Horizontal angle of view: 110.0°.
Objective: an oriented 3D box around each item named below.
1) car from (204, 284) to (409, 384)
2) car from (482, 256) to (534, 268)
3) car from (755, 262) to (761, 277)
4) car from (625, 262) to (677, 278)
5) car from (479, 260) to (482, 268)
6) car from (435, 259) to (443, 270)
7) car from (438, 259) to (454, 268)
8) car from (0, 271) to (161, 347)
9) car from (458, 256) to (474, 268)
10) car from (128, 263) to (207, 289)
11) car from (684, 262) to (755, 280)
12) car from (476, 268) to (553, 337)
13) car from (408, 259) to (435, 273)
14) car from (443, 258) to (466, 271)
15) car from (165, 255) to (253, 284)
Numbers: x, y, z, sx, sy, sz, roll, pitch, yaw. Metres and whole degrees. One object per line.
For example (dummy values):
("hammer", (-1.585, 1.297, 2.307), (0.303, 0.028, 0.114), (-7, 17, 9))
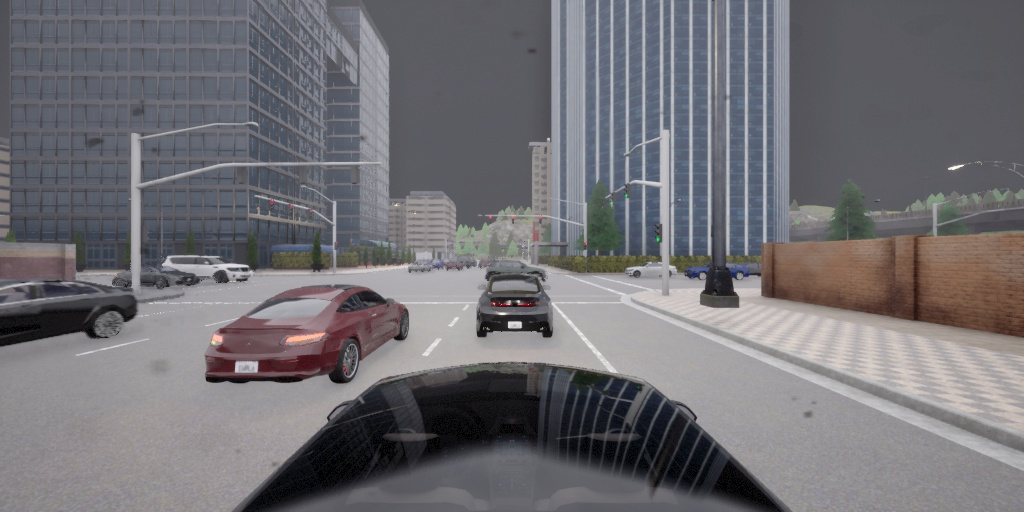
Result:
("car", (-3.438, 1.276, 6.958), (1.812, 1.442, 4.674), (0, 0, 0))
("car", (0.288, 1.102, 26.414), (4.553, 1.767, 2.097), (0, 0, -1))
("car", (22.614, 1.297, 33.817), (5.357, 1.411, 2.033), (0, 0, -1))
("car", (13.027, 1.276, 33.713), (4.674, 1.442, 1.812), (0, 0, 1))
("car", (-4.356, 1.275, 58.739), (1.812, 1.442, 4.674), (0, 0, -1))
("car", (-11.473, 1.227, 53.826), (1.882, 1.535, 5.008), (0, 0, -1))
("car", (-11.596, 1.227, 63.457), (1.882, 1.535, 5.008), (0, 0, 0))
("car", (-10.641, 1.241, 7.268), (2.128, 1.511, 4.902), (0, 0, -1))
("car", (-8.050, 0.971, 59.435), (2.150, 2.045, 5.566), (0, 0, -1))
("car", (-22.355, 1.313, 22.636), (4.181, 1.385, 1.994), (0, 0, 2))
("car", (17.209, 1.228, 30.269), (5.008, 1.535, 1.882), (0, 0, -1))
("car", (0.064, 1.255, 10.224), (1.837, 1.490, 4.892), (0, 0, 0))
("car", (-11.395, 1.351, 44.434), (1.895, 1.301, 4.718), (0, 0, 1))
("car", (-7.912, 1.351, 49.641), (1.895, 1.301, 4.718), (0, 0, -1))
("car", (-22.281, 0.971, 26.259), (5.566, 2.045, 2.150), (0, 0, -2))
